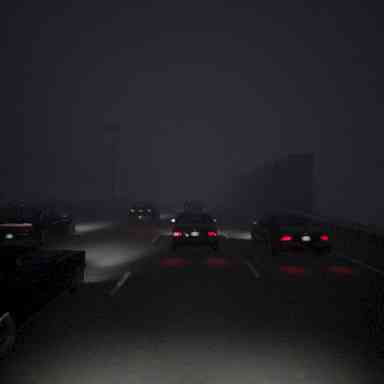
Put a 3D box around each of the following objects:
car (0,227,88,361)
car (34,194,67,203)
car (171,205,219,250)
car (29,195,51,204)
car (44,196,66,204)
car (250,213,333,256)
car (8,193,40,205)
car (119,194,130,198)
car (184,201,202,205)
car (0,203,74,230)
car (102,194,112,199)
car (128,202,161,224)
[{"bbox_3d":[-3.400,1.588,5.815,1.895,1.301,4.718,0,0,0],"label":"car"},{"bbox_3d":[-17.540,1.398,42.200,2.128,1.511,4.902,0,0,1],"label":"car"},{"bbox_3d":[0.099,1.515,14.183,2.033,1.411,5.357,0,0,0],"label":"car"},{"bbox_3d":[-27.643,1.389,60.565,1.812,1.442,4.674,0,0,2],"label":"car"},{"bbox_3d":[-24.193,1.467,58.929,1.895,1.301,4.718,0,0,2],"label":"car"},{"bbox_3d":[3.600,1.517,13.004,2.033,1.411,5.357,0,0,0],"label":"car"},{"bbox_3d":[-21.040,1.129,42.354,2.150,2.045,5.566,0,0,1],"label":"car"},{"bbox_3d":[-16.799,1.242,83.085,2.128,1.511,4.902,0,0,0],"label":"car"},{"bbox_3d":[0.102,1.522,34.038,1.895,1.301,4.718,0,0,0],"label":"car"},{"bbox_3d":[-6.899,1.458,14.999,2.128,1.511,4.902,0,0,0],"label":"car"},{"bbox_3d":[-20.291,1.322,79.797,1.812,1.442,4.674,0,0,0],"label":"car"},{"bbox_3d":[-3.400,1.436,24.231,2.128,1.511,4.902,0,0,0],"label":"car"}]
